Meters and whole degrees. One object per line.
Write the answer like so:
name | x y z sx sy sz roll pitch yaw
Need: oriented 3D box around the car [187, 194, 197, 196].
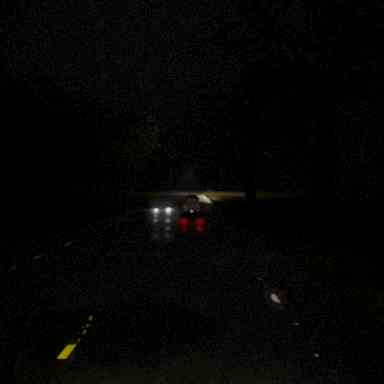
car | 0.005 1.077 46.178 1.837 1.490 4.892 0 1 0

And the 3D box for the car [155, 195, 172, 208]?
car | -3.578 1.163 42.125 1.837 1.490 4.892 0 1 0

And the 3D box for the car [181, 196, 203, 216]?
car | -0.002 1.364 30.283 1.812 1.442 4.674 0 1 0
